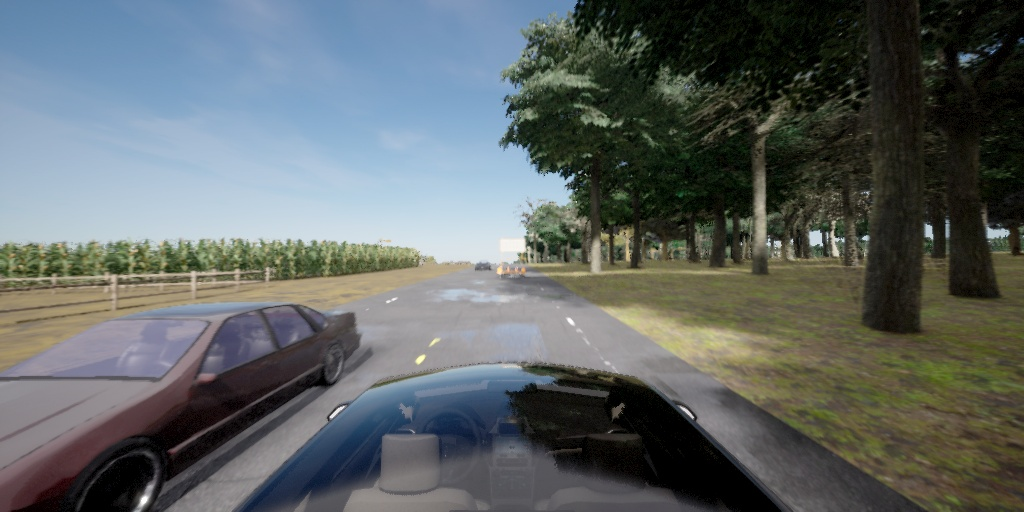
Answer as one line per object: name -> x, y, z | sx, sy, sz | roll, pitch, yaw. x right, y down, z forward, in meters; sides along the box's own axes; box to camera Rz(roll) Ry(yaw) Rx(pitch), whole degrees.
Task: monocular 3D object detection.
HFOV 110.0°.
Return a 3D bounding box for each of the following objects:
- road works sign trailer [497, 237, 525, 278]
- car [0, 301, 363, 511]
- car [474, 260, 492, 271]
road works sign trailer -> 0.001, 0.099, 31.965 | 2.380, 3.560, 2.880 | 0, 0, 1
car -> -3.599, 1.283, 4.141 | 2.033, 1.411, 5.357 | 0, 0, 0
car -> -3.565, 1.192, 45.146 | 1.994, 1.385, 4.181 | 0, 0, 0
